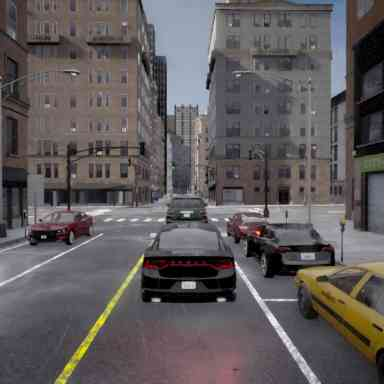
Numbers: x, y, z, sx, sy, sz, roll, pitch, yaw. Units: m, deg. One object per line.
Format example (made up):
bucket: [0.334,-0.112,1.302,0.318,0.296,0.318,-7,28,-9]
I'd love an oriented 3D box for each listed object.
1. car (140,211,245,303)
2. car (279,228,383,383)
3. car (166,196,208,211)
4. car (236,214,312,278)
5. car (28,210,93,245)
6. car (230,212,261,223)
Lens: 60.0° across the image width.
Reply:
car: [-0.078,1.475,8.281,1.882,1.535,5.008,0,0,0]
car: [2.804,1.524,4.558,1.752,1.417,4.829,-1,0,-1]
car: [-0.285,1.216,18.843,2.150,2.045,5.566,0,0,-1]
car: [2.720,1.562,9.973,1.947,1.339,4.313,-1,0,-1]
car: [-5.911,1.539,15.422,1.887,1.381,4.507,-1,0,-1]
car: [2.633,1.576,15.558,1.802,1.307,4.206,-1,0,-1]
